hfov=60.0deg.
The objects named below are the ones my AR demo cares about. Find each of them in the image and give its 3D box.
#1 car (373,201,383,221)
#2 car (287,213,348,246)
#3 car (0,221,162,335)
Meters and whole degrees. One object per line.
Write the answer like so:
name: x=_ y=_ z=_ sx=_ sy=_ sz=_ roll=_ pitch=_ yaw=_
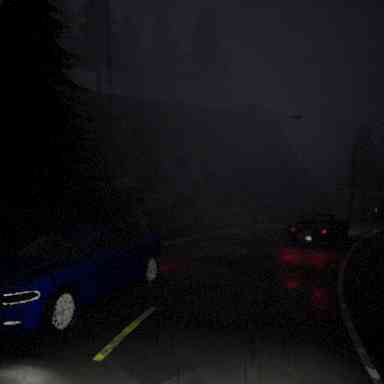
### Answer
car: x=17.263 y=1.538 z=28.236 sx=4.553 sy=1.767 sz=2.097 roll=1 pitch=0 yaw=-42
car: x=6.141 y=1.665 z=15.835 sx=1.895 sy=1.301 sz=4.718 roll=1 pitch=0 yaw=34
car: x=-2.342 y=1.450 z=7.052 sx=1.882 sy=1.535 sz=5.008 roll=0 pitch=0 yaw=20
